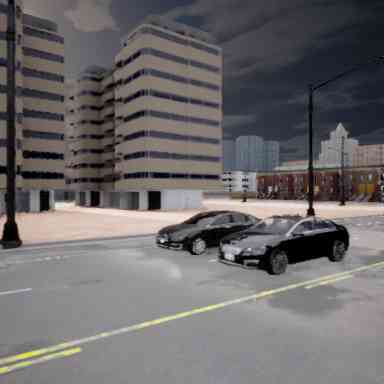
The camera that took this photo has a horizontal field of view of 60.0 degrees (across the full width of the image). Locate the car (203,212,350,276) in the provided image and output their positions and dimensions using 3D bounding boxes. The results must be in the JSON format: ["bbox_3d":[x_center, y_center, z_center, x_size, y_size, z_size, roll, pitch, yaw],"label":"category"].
[{"bbox_3d":[3.009,1.488,10.436,4.902,1.511,2.128,0,0,-35],"label":"car"}]

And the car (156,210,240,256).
[{"bbox_3d":[0.919,1.501,13.245,4.892,1.490,1.837,0,0,-35],"label":"car"}]
